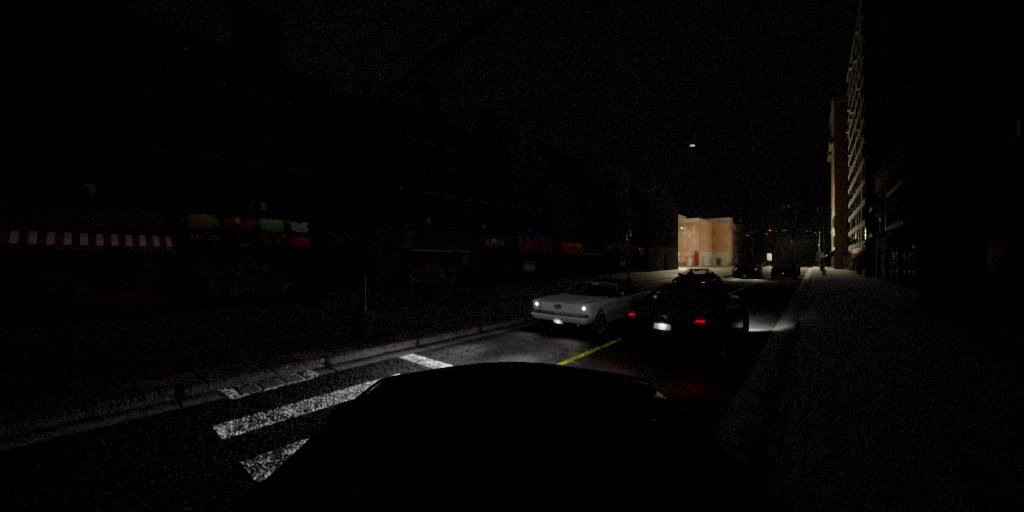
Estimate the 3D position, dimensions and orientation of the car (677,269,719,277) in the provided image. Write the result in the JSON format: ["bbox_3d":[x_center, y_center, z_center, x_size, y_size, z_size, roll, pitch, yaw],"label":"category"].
[{"bbox_3d":[10.516,1.415,20.354,1.994,1.385,4.181,0,-1,40],"label":"car"}]

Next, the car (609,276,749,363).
[{"bbox_3d":[4.206,1.344,8.473,1.994,1.385,4.181,0,0,40],"label":"car"}]

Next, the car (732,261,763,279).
[{"bbox_3d":[23.271,1.293,35.343,2.097,1.767,4.553,0,0,41],"label":"car"}]

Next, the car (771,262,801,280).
[{"bbox_3d":[25.896,1.409,34.038,1.882,1.535,5.008,0,-1,40],"label":"car"}]

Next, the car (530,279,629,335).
[{"bbox_3d":[2.610,1.399,11.000,1.895,1.301,4.718,0,0,40],"label":"car"}]
